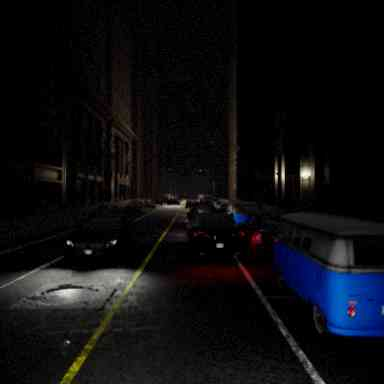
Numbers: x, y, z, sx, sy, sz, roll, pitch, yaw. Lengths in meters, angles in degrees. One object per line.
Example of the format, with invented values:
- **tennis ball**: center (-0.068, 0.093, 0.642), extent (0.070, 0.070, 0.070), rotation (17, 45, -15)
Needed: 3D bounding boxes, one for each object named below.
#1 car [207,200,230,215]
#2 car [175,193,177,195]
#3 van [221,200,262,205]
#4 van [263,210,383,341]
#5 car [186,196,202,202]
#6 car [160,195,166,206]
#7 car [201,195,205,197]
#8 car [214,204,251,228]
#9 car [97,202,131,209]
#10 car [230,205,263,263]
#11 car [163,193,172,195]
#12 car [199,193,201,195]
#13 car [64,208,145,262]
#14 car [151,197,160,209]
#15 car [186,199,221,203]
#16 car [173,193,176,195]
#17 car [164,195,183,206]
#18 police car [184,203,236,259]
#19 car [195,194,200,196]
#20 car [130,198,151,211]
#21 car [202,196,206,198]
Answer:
- **car**: center (2.685, 1.580, 34.431), extent (2.008, 1.369, 4.403), rotation (1, 0, 0)
- **car**: center (-5.826, 1.454, 90.672), extent (1.967, 1.590, 4.097), rotation (1, 0, 0)
- **van**: center (2.683, 1.359, 17.557), extent (1.690, 1.788, 3.998), rotation (1, 0, 0)
- **van**: center (2.680, 1.349, 6.307), extent (1.690, 1.788, 3.998), rotation (1, 0, 0)
- **car**: center (0.024, 1.633, 47.350), extent (1.895, 1.301, 4.718), rotation (0, 0, 0)
- **car**: center (-5.836, 1.614, 56.925), extent (1.802, 1.307, 4.206), rotation (1, 0, 0)
- **car**: center (2.689, 1.577, 51.304), extent (1.887, 1.381, 4.507), rotation (1, 0, 0)
- **car**: center (2.682, 1.573, 23.181), extent (2.008, 1.369, 4.403), rotation (1, 0, 0)
- **car**: center (-5.843, 1.568, 23.179), extent (1.887, 1.381, 4.507), rotation (1, 0, 0)
- **car**: center (2.681, 1.454, 11.931), extent (1.967, 1.590, 4.097), rotation (1, 0, 0)
- **car**: center (-5.831, 1.468, 68.174), extent (1.967, 1.590, 4.097), rotation (1, 0, 0)
- **car**: center (2.696, 1.566, 79.428), extent (1.887, 1.381, 4.507), rotation (1, 0, 0)
- **car**: center (-3.109, 1.540, 12.308), extent (1.812, 1.442, 4.674), rotation (0, 0, 0)
- **car**: center (-5.838, 1.558, 45.506), extent (1.752, 1.417, 4.829), rotation (1, 0, 0)
- **car**: center (0.748, 1.500, 22.765), extent (1.882, 1.535, 5.008), rotation (0, 0, 0)
- **car**: center (-5.829, 1.584, 85.048), extent (1.947, 1.339, 4.313), rotation (1, 0, 0)
- **car**: center (-3.046, 1.596, 55.378), extent (1.994, 1.385, 4.181), rotation (0, 0, 0)
- **police car**: center (0.757, 1.440, 12.838), extent (1.930, 1.638, 5.238), rotation (0, 0, -3)
- **car**: center (0.017, 1.578, 61.250), extent (2.033, 1.411, 5.357), rotation (0, 0, 0)
- **car**: center (-5.841, 1.580, 34.427), extent (2.008, 1.369, 4.403), rotation (1, 0, 0)
- **car**: center (2.688, 1.577, 45.679), extent (1.887, 1.381, 4.507), rotation (1, 0, 0)
